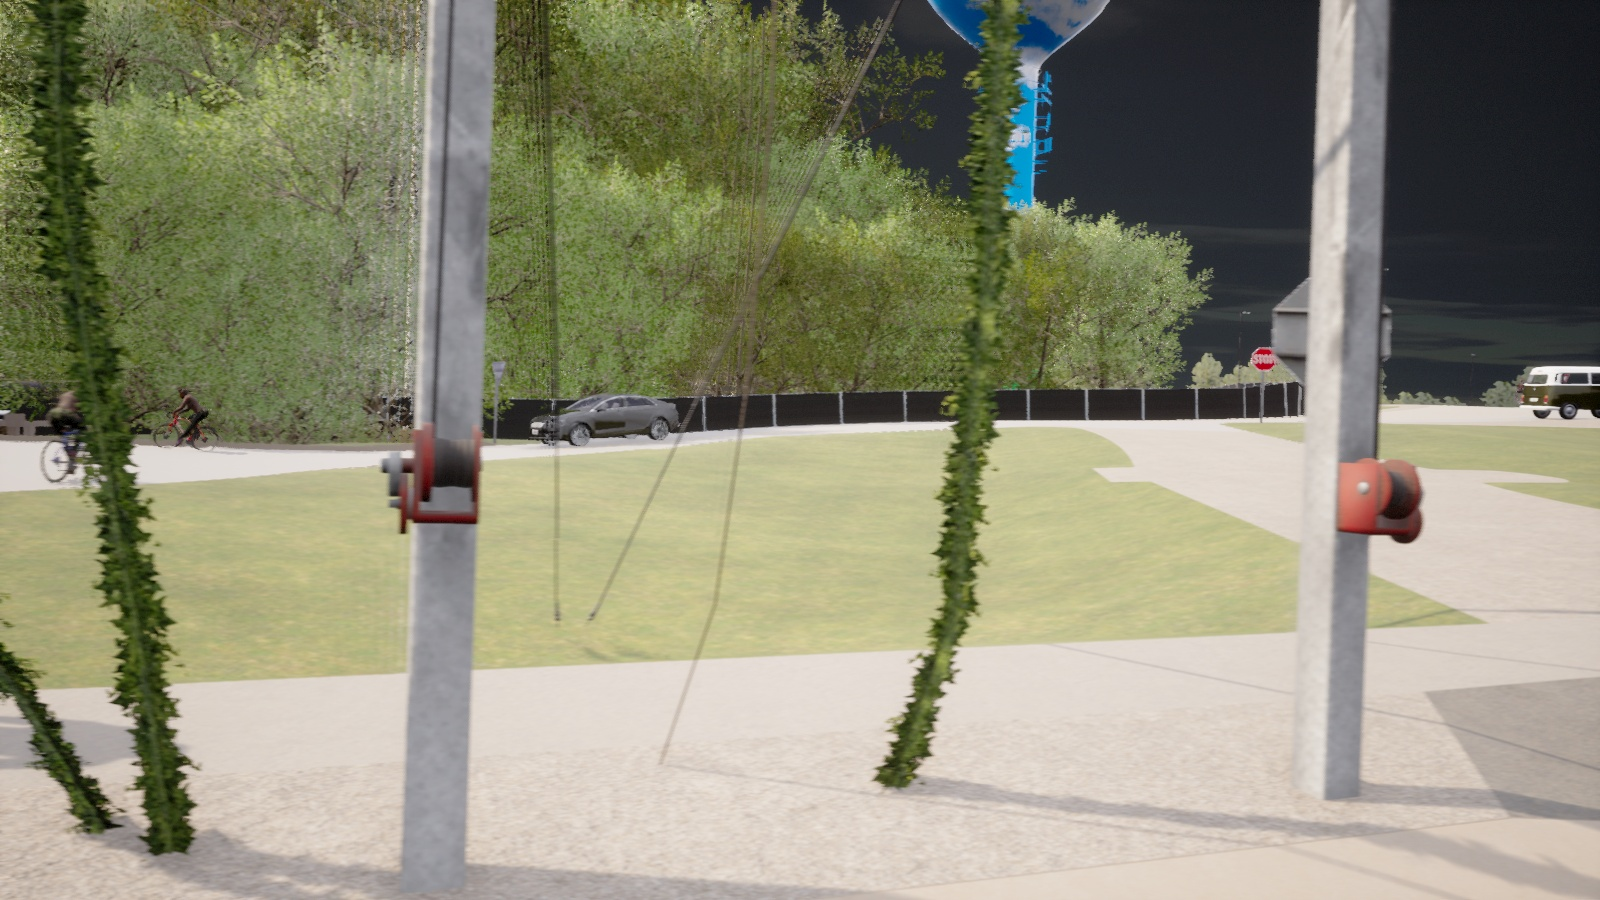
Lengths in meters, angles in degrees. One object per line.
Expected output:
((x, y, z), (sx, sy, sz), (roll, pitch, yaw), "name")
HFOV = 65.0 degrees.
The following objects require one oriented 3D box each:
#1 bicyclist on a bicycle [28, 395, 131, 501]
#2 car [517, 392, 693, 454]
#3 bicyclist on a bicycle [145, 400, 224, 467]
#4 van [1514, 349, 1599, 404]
((-11.475, -0.042, 20.051), (0.582, 1.620, 1.656), (0, 1, 3), "bicyclist on a bicycle")
((-5.957, -0.871, 38.712), (4.902, 1.511, 2.128), (-7, 5, -42), "car")
((-16.002, -0.427, 32.679), (1.656, 1.620, 0.582), (3, -3, -5), "bicyclist on a bicycle")
((30.533, -2.879, 48.791), (4.480, 2.038, 2.069), (-2, 3, -5), "van")
